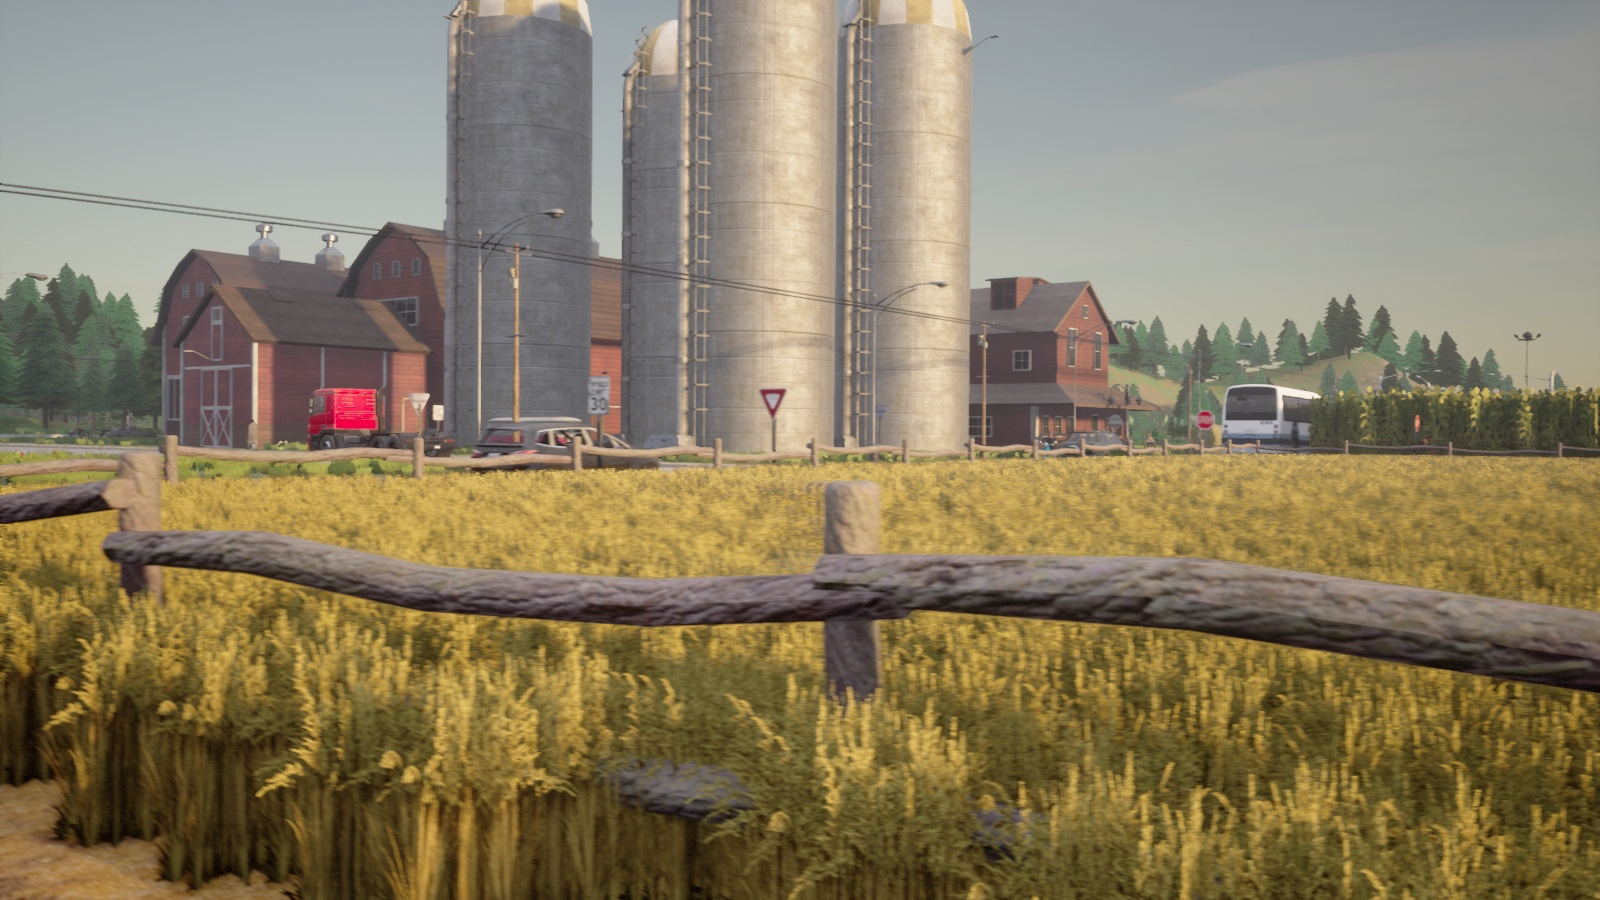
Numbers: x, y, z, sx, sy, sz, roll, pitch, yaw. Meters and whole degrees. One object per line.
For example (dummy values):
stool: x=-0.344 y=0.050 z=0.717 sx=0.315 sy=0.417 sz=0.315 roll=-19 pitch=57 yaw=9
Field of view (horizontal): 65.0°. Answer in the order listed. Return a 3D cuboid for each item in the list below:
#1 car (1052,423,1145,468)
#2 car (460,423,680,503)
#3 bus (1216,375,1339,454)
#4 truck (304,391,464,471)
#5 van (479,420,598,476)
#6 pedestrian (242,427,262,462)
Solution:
car: x=12.408 y=-0.231 z=51.947 sx=2.097 sy=1.767 sz=4.553 roll=0 pitch=1 yaw=37
car: x=-5.131 y=0.233 z=28.546 sx=2.242 sy=1.667 sz=4.611 roll=0 pitch=1 yaw=37
bus: x=27.600 y=-1.881 z=72.211 sx=3.944 sy=4.253 sz=10.273 roll=0 pitch=0 yaw=37
truck: x=-19.277 y=-0.865 z=57.938 sx=7.936 sy=3.462 sz=2.891 roll=0 pitch=1 yaw=36
van: x=-9.743 y=-0.061 z=46.704 sx=4.442 sy=1.987 sz=1.775 roll=0 pitch=1 yaw=36
pedestrian: x=-30.935 y=-0.299 z=70.928 sx=0.873 sy=1.952 sz=0.659 roll=0 pitch=1 yaw=35
